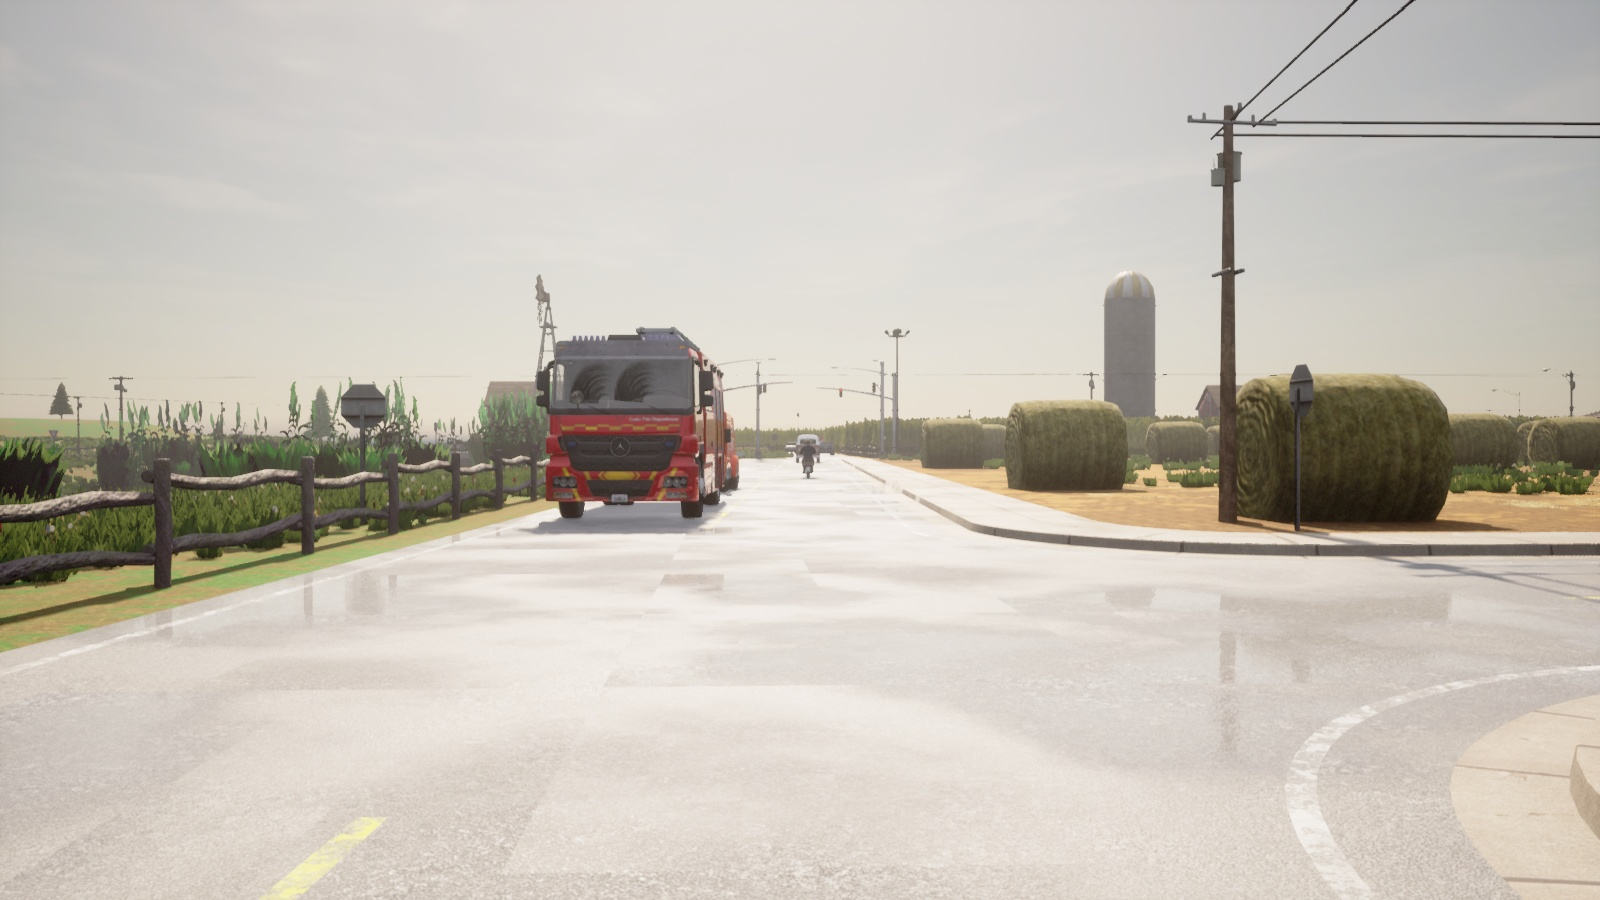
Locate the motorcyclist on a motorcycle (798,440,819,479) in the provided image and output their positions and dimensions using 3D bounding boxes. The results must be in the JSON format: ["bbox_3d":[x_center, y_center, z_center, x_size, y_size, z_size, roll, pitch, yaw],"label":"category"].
[{"bbox_3d":[0.343,0.388,52.610,0.866,1.590,1.817,0,0,0],"label":"motorcyclist on a motorcycle"}]

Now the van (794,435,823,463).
[{"bbox_3d":[0.589,-0.075,91.886,2.069,2.038,4.480,0,0,0],"label":"van"}]

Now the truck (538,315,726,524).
[{"bbox_3d":[-3.313,-0.582,27.178,2.891,3.827,8.468,0,0,0],"label":"truck"}]

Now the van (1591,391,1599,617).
[{"bbox_3d":[9.353,0.479,10.559,4.442,1.987,1.775,0,0,-7],"label":"van"}]

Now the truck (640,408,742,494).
[{"bbox_3d":[-3.242,0.040,38.620,2.627,2.467,5.204,0,-1,0],"label":"truck"}]
